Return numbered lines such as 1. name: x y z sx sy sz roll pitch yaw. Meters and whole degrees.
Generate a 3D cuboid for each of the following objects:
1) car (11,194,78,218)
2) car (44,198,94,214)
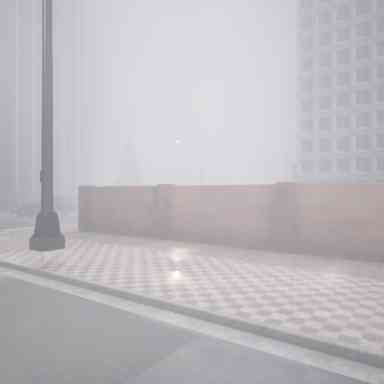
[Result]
1. car: -13.778 1.221 31.164 2.150 2.045 5.566 0 0 35
2. car: -13.696 1.478 37.363 1.882 1.535 5.008 0 1 35
